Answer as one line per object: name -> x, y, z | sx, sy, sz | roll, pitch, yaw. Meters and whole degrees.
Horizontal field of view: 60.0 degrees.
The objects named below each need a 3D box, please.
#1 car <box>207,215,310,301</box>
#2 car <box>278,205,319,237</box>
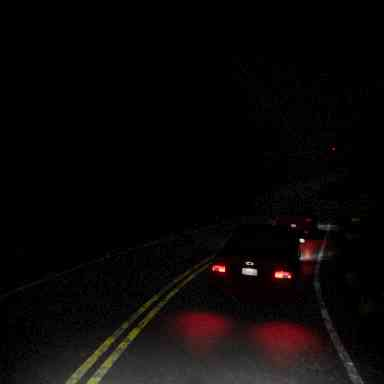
car -> 1.860, 1.549, 8.631 | 2.033, 1.411, 5.357 | 2, 0, 18
car -> 5.932, 1.487, 18.482 | 1.882, 1.535, 5.008 | 2, 1, 23
